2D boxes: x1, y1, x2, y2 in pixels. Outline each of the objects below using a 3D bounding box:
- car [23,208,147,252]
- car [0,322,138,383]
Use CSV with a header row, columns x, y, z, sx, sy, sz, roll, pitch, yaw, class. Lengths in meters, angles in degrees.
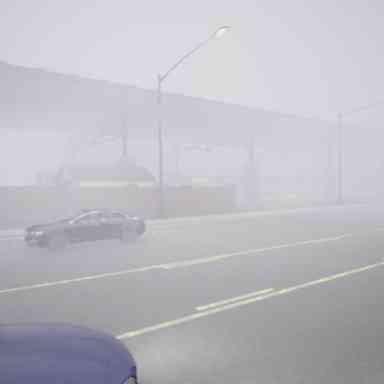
x,y,z,sx,sy,sz,roll,pitch,yaw,class
-4.274,1.452,13.819,4.902,1.511,2.128,-1,0,-35,car
-2.560,1.532,1.920,4.674,1.442,1.812,0,0,-36,car
